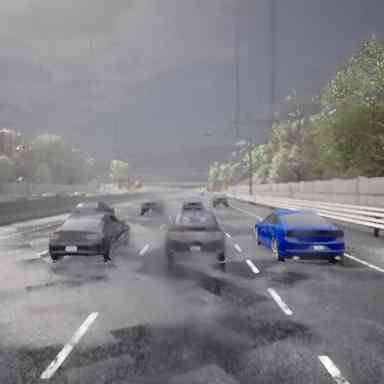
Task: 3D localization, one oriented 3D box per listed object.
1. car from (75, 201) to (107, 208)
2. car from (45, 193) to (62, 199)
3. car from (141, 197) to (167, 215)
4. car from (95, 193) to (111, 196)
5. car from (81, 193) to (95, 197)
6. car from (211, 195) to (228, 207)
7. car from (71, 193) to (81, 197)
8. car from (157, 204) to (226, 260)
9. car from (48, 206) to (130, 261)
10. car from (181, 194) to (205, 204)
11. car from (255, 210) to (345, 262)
[{"bbox_3d":[-6.895,1.340,23.256,2.033,1.411,5.357,0,1,0],"label":"car"},{"bbox_3d":[-27.990,0.900,67.277,1.882,1.535,5.008,0,0,0],"label":"car"},{"bbox_3d":[-3.394,1.241,29.772,1.837,1.490,4.892,0,0,0],"label":"car"},{"bbox_3d":[-17.490,0.900,67.276,1.882,1.535,5.008,0,0,0],"label":"car"},{"bbox_3d":[-20.990,0.859,69.492,1.882,1.535,5.008,0,0,0],"label":"car"},{"bbox_3d":[3.504,1.124,42.305,1.837,1.490,4.892,0,0,0],"label":"car"},{"bbox_3d":[-24.489,0.889,72.132,2.033,1.411,5.357,0,0,0],"label":"car"},{"bbox_3d":[0.101,1.384,11.897,2.128,1.511,4.902,0,1,0],"label":"car"},{"bbox_3d":[-3.412,1.420,11.690,1.812,1.442,4.674,0,1,0],"label":"car"},{"bbox_3d":[0.105,1.242,29.771,1.837,1.490,4.892,0,0,0],"label":"car"},{"bbox_3d":[3.502,1.370,11.665,1.882,1.535,5.008,0,0,0],"label":"car"}]
